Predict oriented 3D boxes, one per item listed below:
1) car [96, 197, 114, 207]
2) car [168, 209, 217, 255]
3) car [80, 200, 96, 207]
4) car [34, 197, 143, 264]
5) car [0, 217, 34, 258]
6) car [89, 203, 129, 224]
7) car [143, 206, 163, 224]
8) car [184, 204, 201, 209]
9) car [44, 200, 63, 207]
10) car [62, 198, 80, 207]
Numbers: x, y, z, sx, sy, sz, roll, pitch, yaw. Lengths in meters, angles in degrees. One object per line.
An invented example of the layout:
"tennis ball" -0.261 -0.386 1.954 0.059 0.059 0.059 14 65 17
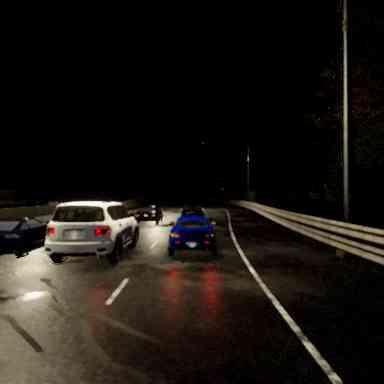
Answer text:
"car" -17.479 1.999 67.370 2.150 2.045 5.566 0 -1 0
"car" 0.032 1.675 13.887 1.812 1.442 4.674 0 0 1
"car" -20.979 2.327 67.398 1.994 1.385 4.181 0 -1 0
"car" -3.486 1.360 12.565 2.150 2.045 5.566 0 0 0
"car" -6.973 1.709 13.466 1.994 1.385 4.181 0 -1 1
"car" -6.968 1.804 28.495 2.128 1.511 4.902 0 0 1
"car" -3.481 1.848 27.517 2.033 1.411 5.357 0 -1 0
"car" 0.033 1.819 28.494 1.837 1.490 4.892 0 0 1
"car" -27.979 2.298 67.400 1.812 1.442 4.674 0 -1 0
"car" -24.479 2.130 67.431 2.097 1.767 4.553 0 -1 0
